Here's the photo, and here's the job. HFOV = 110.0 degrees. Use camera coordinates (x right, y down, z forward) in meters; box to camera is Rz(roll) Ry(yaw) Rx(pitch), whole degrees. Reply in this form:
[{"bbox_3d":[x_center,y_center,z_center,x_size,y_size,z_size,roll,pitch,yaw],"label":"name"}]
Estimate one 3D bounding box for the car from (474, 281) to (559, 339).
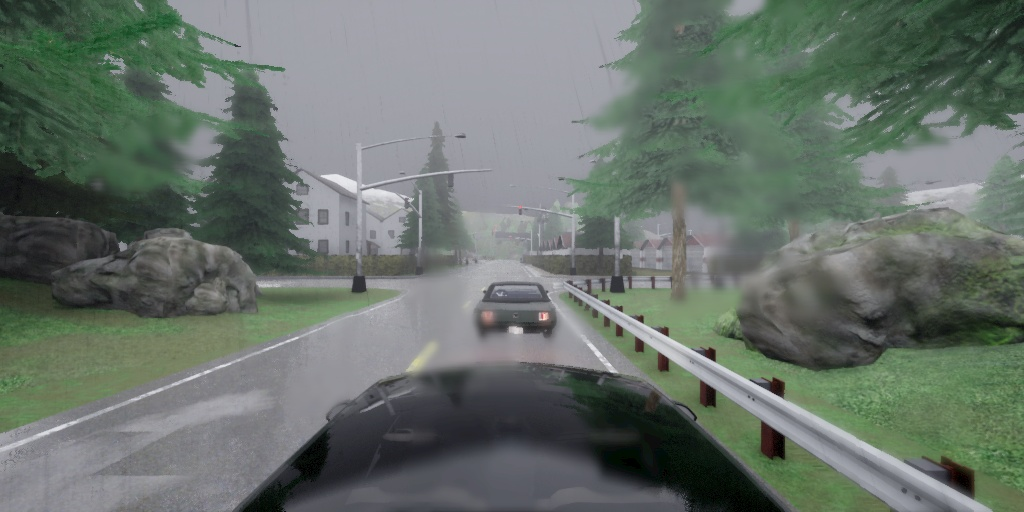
[{"bbox_3d":[0.106,1.351,10.081,1.895,1.301,4.718,0,0,0],"label":"car"}]
